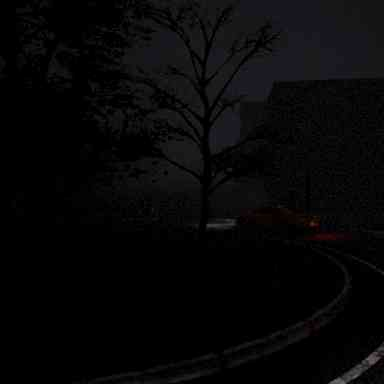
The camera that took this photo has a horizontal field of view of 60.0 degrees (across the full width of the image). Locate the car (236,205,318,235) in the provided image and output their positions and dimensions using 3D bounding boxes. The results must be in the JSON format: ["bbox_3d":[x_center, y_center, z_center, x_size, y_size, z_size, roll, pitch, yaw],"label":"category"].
[{"bbox_3d":[4.722,1.486,19.191,1.882,1.535,5.008,0,0,-39],"label":"car"}]
